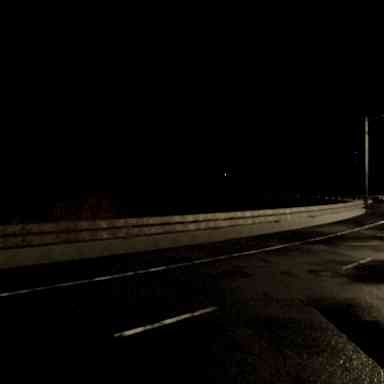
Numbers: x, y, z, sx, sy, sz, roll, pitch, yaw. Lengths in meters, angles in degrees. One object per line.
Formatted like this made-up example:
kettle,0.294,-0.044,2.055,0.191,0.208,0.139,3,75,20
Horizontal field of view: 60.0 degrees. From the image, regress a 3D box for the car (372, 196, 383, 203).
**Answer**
car,36.707,1.482,65.164,2.128,1.511,4.902,0,0,14
